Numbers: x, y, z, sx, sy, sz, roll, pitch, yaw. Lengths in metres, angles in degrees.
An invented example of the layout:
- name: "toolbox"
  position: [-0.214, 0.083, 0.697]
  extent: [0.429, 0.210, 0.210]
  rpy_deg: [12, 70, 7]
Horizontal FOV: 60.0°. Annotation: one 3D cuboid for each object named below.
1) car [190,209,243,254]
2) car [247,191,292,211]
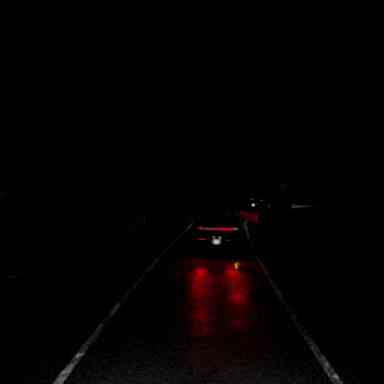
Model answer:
- name: "car"
  position: [1.003, 1.409, 13.283]
  extent: [2.128, 1.511, 4.902]
  rpy_deg: [1, 0, 5]
- name: "car"
  position: [6.760, 0.716, 28.718]
  extent: [4.892, 1.490, 1.837]
  rpy_deg: [-2, 5, -44]
